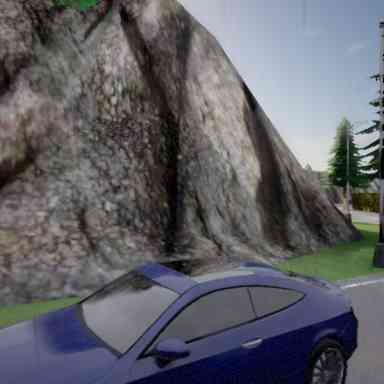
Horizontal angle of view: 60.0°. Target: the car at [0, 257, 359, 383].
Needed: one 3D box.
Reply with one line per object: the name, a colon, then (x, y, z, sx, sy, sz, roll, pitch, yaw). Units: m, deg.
car: (-0.142, 1.526, 3.570, 4.674, 1.442, 1.812, 0, 0, -31)
